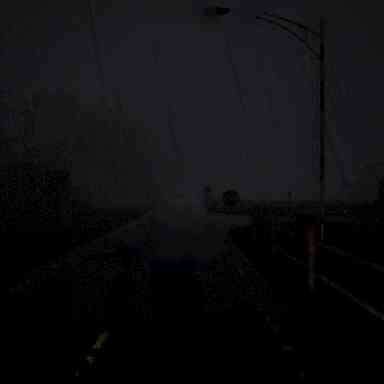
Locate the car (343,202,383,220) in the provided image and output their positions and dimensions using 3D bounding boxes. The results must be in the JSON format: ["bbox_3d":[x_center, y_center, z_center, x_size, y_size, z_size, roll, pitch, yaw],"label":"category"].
[{"bbox_3d":[14.073,1.464,26.281,4.181,1.385,1.994,0,0,-1],"label":"car"}]

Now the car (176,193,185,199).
[{"bbox_3d":[-2.740,1.026,78.018,1.994,1.385,4.181,0,0,0],"label":"car"}]
